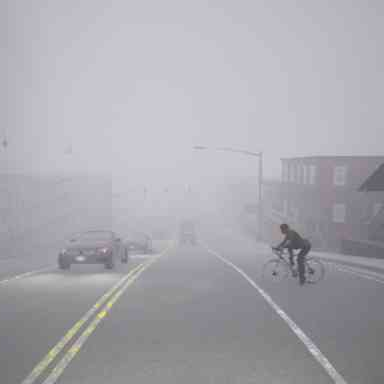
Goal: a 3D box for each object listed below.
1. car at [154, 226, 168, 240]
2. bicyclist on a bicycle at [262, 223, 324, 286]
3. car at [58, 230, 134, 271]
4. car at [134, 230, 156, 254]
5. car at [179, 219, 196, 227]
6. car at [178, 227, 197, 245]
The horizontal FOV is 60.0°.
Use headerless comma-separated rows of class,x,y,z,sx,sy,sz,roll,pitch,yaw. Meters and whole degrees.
car,-4.172,5.266,43.078,1.837,1.490,4.892,0,-1,0
bicyclist on a bicycle,2.642,1.659,8.802,1.656,1.620,0.582,-2,-4,0
car,-3.784,2.279,13.518,1.812,1.442,4.674,0,-7,-1
car,-3.930,3.676,24.055,1.812,1.442,4.674,0,-8,-1
car,-0.659,4.927,47.581,2.150,2.045,5.566,0,1,0
car,-0.466,5.017,36.964,1.837,1.490,4.892,0,-4,-1
